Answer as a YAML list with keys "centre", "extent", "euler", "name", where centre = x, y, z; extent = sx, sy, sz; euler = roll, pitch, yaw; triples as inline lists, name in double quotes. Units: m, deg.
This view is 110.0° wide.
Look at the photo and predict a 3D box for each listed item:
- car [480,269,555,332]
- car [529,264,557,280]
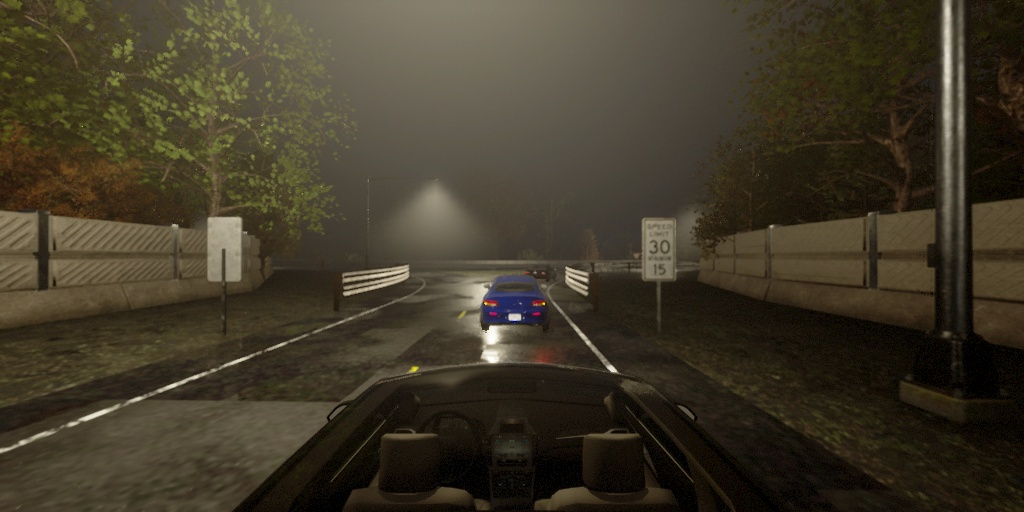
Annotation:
- centre: [0.093, 1.295, 10.891]
  extent: [1.812, 1.442, 4.674]
  euler: [0, 0, 1]
  name: "car"
- centre: [2.492, 1.358, 29.872]
  extent: [2.033, 1.411, 5.357]
  euler: [0, 0, 16]
  name: "car"
